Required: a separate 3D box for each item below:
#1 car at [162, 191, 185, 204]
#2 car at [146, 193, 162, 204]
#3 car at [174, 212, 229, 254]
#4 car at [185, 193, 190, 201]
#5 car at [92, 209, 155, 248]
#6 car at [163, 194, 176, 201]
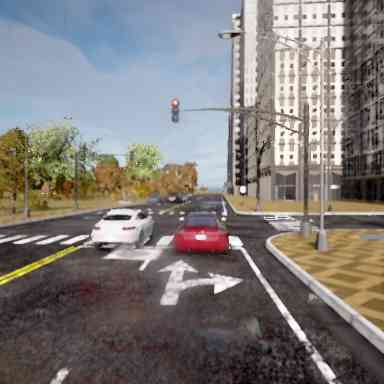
[{"bbox_3d":[-2.996,0.926,55.226,2.150,2.045,5.566,0,0,5],"label":"car"},{"bbox_3d":[-6.223,1.053,55.622,2.097,1.767,4.553,0,0,5],"label":"car"},{"bbox_3d":[0.418,1.492,13.235,1.994,1.385,4.181,0,0,3],"label":"car"},{"bbox_3d":[-1.601,0.983,70.815,2.097,1.767,4.553,0,0,5],"label":"car"},{"bbox_3d":[-2.782,1.448,14.183,1.812,1.442,4.674,0,0,3],"label":"car"},{"bbox_3d":[-4.808,1.174,71.459,1.994,1.385,4.181,0,0,5],"label":"car"}]
